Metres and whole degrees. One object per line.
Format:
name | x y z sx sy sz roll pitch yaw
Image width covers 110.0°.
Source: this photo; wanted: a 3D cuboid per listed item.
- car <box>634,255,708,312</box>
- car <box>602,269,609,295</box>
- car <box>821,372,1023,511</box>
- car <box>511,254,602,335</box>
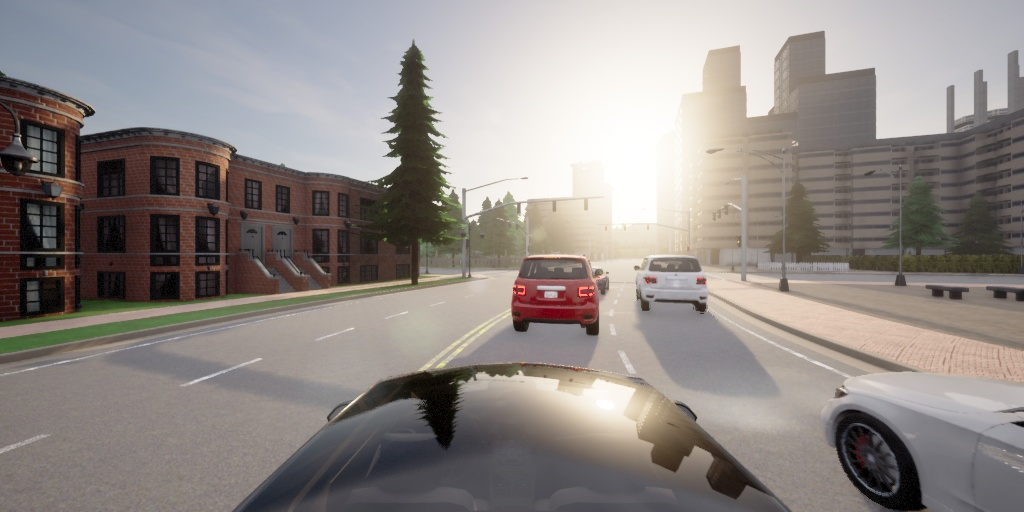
car | 6.224 0.973 14.442 2.150 2.045 5.566 0 0 17
car | 4.359 1.276 19.960 1.812 1.442 4.674 0 0 19
car | 3.787 1.276 1.362 1.812 1.442 4.674 0 0 1
car | 1.491 0.971 10.765 2.150 2.045 5.566 0 0 13
